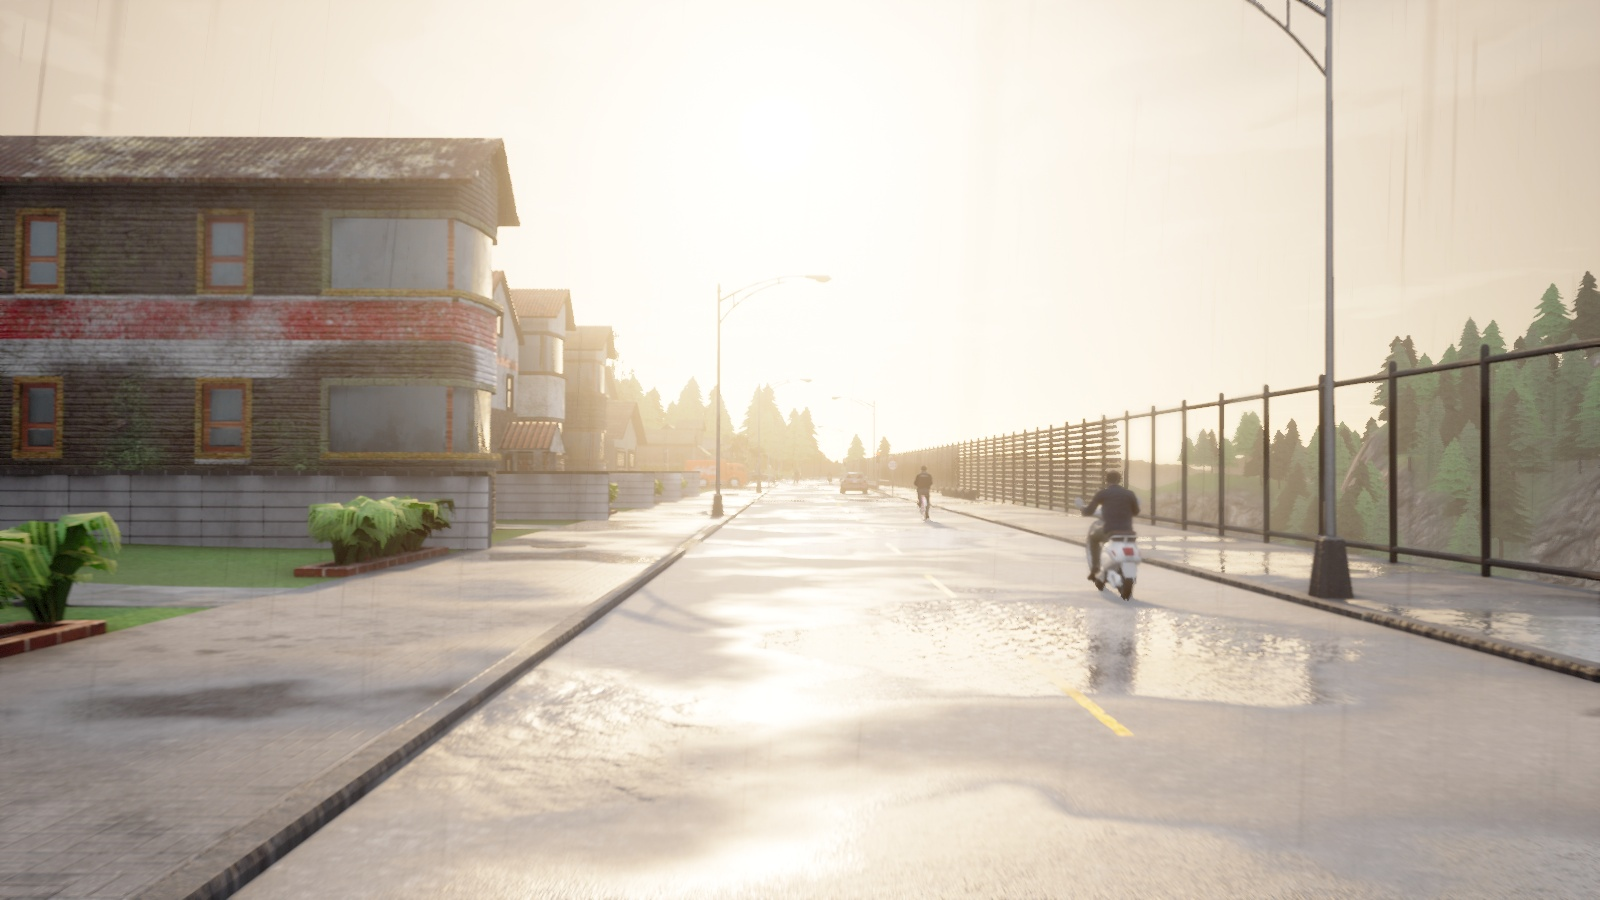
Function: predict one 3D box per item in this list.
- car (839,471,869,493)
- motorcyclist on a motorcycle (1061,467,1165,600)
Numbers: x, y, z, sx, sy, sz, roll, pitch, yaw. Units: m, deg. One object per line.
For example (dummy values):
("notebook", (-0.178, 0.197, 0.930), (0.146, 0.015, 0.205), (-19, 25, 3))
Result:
("car", (3.784, 2.240, 88.144), (1.970, 1.475, 3.806), (0, -1, 0))
("motorcyclist on a motorcycle", (3.961, 1.021, 16.036), (0.866, 1.590, 1.817), (0, -1, 0))
